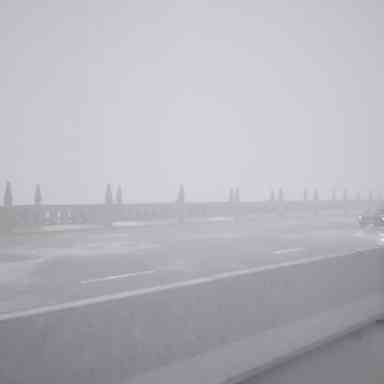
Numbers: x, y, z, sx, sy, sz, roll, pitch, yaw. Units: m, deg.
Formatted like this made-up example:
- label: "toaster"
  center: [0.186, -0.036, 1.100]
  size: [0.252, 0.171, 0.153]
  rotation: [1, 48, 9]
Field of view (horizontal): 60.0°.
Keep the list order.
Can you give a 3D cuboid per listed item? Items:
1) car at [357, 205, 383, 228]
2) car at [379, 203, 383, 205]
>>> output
- label: "car"
  center: [12.857, 1.711, 21.848]
  size: [4.718, 1.301, 1.895]
  rotation: [0, 0, -36]
- label: "car"
  center: [17.419, 1.697, 29.431]
  size: [5.357, 1.411, 2.033]
  rotation: [0, 0, -36]
